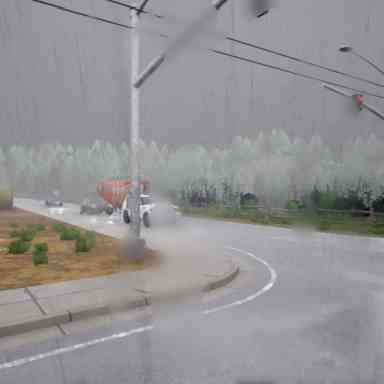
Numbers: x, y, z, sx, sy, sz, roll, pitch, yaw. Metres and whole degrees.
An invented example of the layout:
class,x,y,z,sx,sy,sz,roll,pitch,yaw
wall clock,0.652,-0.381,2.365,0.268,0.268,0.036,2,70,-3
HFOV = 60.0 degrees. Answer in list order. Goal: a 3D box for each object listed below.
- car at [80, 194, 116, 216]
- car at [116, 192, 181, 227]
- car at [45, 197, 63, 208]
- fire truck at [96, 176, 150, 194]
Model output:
class,x,y,z,sx,sy,sz,roll,pitch,yaw
car,-9.284,1.319,32.178,2.097,1.767,4.553,0,0,-34
car,-2.938,1.187,22.740,2.150,2.045,5.566,0,0,-34
car,-20.209,1.458,48.575,2.128,1.511,4.902,0,0,-34
fire truck,-7.601,0.307,36.088,2.891,3.827,8.468,0,0,-34
